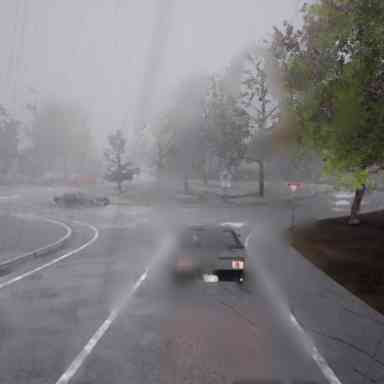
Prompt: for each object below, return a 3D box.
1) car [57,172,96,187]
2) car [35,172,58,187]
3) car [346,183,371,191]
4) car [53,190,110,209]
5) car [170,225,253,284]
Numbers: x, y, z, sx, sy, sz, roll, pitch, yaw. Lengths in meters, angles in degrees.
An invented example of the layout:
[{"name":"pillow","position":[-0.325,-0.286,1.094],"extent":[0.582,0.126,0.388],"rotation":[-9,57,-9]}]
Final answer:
[{"name":"car","position":[-17.095,-1.948,50.664],"extent":[2.150,2.045,5.566],"rotation":[2,6,27]},{"name":"car","position":[-20.813,-1.884,49.985],"extent":[2.150,2.045,5.566],"rotation":[1,5,22]},{"name":"car","position":[20.631,-0.903,41.452],"extent":[1.812,1.442,4.674],"rotation":[1,5,6]},{"name":"car","position":[-8.985,0.580,27.124],"extent":[4.718,1.301,1.895],"rotation":[3,6,28]},{"name":"car","position":[0.506,1.624,9.711],"extent":[1.895,1.301,4.718],"rotation":[0,1,2]}]
